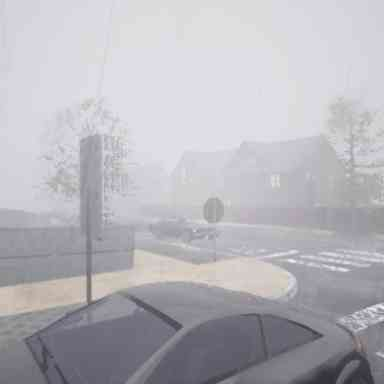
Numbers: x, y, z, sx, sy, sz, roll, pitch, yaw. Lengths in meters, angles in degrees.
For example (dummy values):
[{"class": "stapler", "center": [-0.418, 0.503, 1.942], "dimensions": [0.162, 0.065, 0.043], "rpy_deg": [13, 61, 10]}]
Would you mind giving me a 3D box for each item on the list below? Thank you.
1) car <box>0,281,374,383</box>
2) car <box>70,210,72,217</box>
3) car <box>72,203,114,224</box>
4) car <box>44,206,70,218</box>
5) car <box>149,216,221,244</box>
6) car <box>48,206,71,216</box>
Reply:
[{"class": "car", "center": [-0.304, 1.574, 2.774], "dimensions": [4.181, 1.385, 1.994], "rpy_deg": [1, 0, -36]}, {"class": "car", "center": [-14.800, 2.697, 43.544], "dimensions": [1.895, 1.301, 4.718], "rpy_deg": [0, -1, -35]}, {"class": "car", "center": [-8.919, 2.002, 30.381], "dimensions": [2.150, 2.045, 5.566], "rpy_deg": [-1, -1, -32]}, {"class": "car", "center": [-17.550, 2.697, 42.500], "dimensions": [1.994, 1.385, 4.181], "rpy_deg": [0, -1, -35]}, {"class": "car", "center": [-0.522, 2.038, 18.635], "dimensions": [1.895, 1.301, 4.718], "rpy_deg": [0, -1, -36]}, {"class": "car", "center": [-20.645, 2.880, 51.618], "dimensions": [2.033, 1.411, 5.357], "rpy_deg": [0, -1, -36]}]
